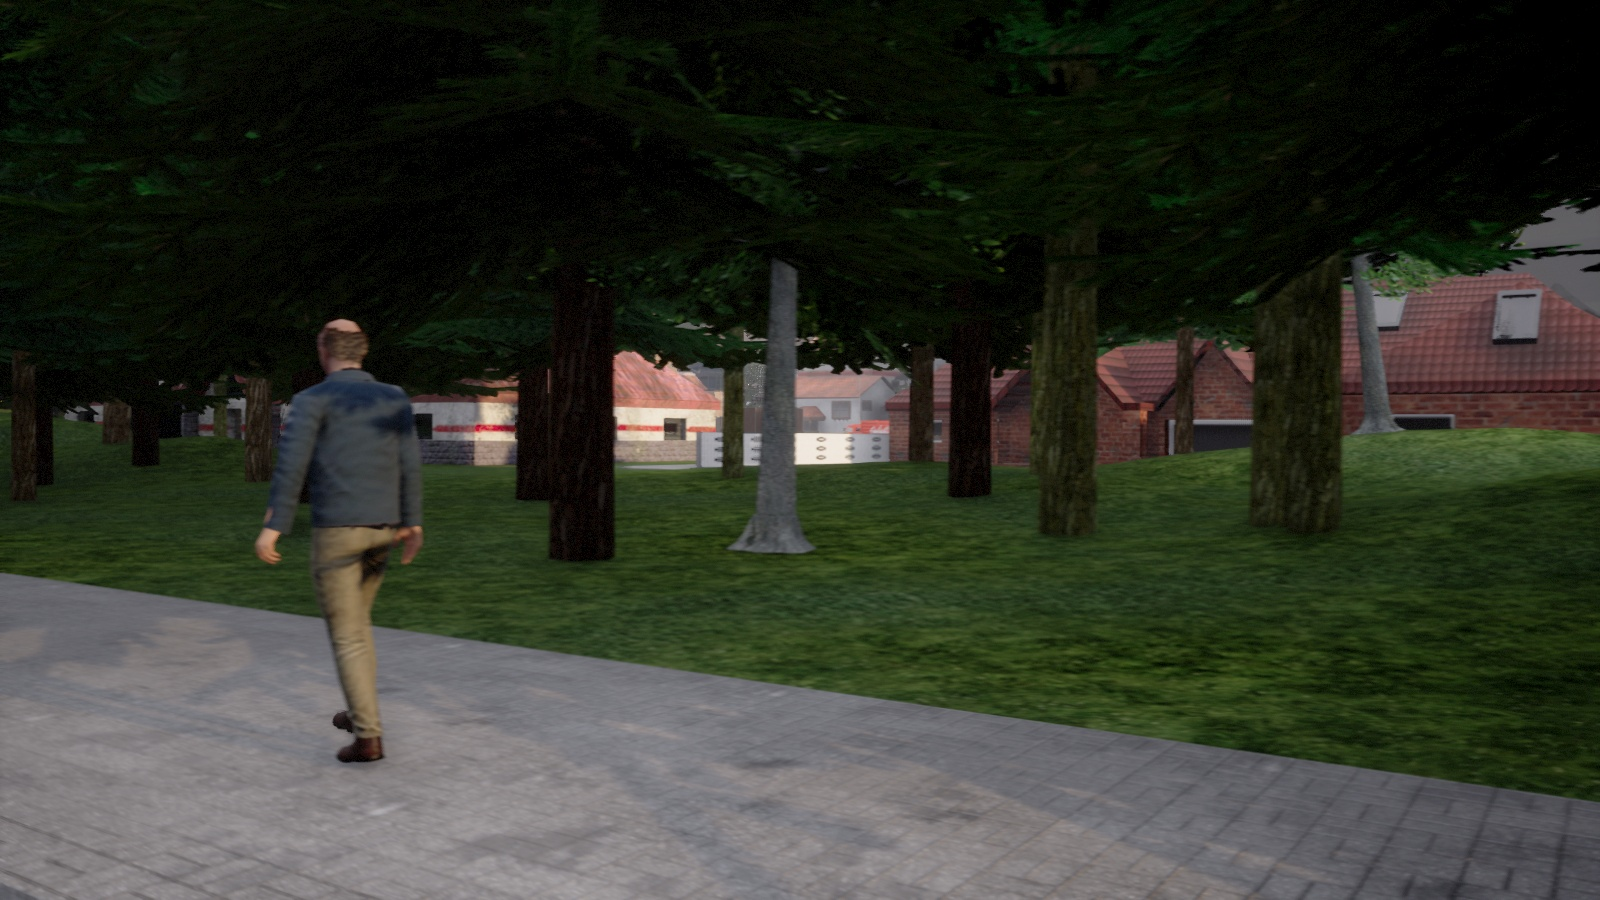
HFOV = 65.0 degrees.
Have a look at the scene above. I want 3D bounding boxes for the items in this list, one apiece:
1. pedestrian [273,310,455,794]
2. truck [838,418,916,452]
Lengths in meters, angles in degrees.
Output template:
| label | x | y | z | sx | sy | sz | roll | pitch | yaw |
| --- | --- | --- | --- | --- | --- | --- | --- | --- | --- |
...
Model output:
| label | x | y | z | sx | sy | sz | roll | pitch | yaw |
| --- | --- | --- | --- | --- | --- | --- | --- | --- | --- |
| pedestrian | -1.802 | 0.387 | 5.171 | 0.726 | 1.842 | 0.402 | 0 | 1 | 44 |
| truck | 5.798 | -1.093 | 94.217 | 5.204 | 2.467 | 2.627 | 0 | 1 | 34 |
